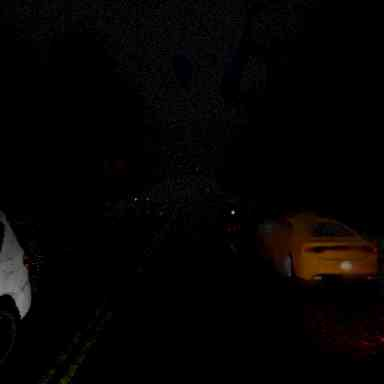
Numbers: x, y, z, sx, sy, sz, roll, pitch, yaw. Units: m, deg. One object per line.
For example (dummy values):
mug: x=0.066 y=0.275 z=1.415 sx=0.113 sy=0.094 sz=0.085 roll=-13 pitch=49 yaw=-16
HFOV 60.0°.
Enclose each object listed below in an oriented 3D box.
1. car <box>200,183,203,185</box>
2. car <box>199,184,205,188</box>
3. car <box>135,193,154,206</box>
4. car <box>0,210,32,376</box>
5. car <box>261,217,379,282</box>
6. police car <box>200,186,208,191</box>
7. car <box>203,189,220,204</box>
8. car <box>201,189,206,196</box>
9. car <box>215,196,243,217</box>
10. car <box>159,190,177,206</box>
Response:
car: x=3.246 y=-1.106 z=94.694 sx=1.882 sy=1.535 sz=5.008 roll=0 pitch=4 yaw=0
car: x=3.247 y=-0.446 z=83.725 sx=2.033 sy=1.649 sz=4.856 roll=0 pitch=3 yaw=0
car: x=-6.581 y=0.918 z=45.967 sx=2.097 sy=1.767 sz=4.553 roll=0 pitch=2 yaw=0
car: x=-3.349 y=1.214 z=2.493 sx=2.150 sy=2.045 sz=5.566 roll=0 pitch=0 yaw=0
car: x=3.351 y=1.455 z=9.705 sx=1.882 sy=1.535 sz=5.008 roll=0 pitch=0 yaw=0
police car: x=3.247 y=0.063 z=72.862 sx=1.930 sy=1.638 sz=5.238 roll=0 pitch=2 yaw=0
car: x=3.248 y=0.860 z=50.772 sx=2.033 sy=1.649 sz=4.856 roll=0 pitch=2 yaw=0
car: x=3.248 y=0.611 z=61.766 sx=1.994 sy=1.385 sz=4.181 roll=0 pitch=2 yaw=0
car: x=3.349 y=1.389 z=29.578 sx=1.837 sy=1.490 sz=4.892 roll=0 pitch=1 yaw=0
car: x=-3.333 y=0.766 z=46.929 sx=2.150 sy=2.045 sz=5.566 roll=0 pitch=1 yaw=0
